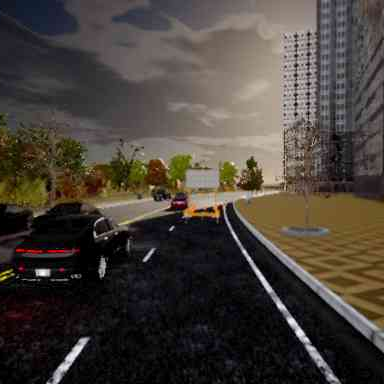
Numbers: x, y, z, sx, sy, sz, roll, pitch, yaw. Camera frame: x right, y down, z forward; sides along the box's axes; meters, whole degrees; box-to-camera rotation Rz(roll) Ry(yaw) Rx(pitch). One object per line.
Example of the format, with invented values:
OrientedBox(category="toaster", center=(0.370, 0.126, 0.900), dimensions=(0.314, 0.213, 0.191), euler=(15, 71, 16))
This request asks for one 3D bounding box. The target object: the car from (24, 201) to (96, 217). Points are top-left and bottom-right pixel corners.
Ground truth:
OrientedBox(category="car", center=(-6.124, 1.251, 16.916), dimensions=(1.882, 1.535, 5.008), euler=(0, 1, 3))

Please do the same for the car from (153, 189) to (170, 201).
OrientedBox(category="car", center=(-5.120, 0.481, 57.695), dimensions=(2.150, 2.045, 5.566), euler=(0, 1, 9))

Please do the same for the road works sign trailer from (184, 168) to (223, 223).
OrientedBox(category="road works sign trailer", center=(0.733, 0.181, 22.617), dimensions=(2.380, 3.560, 2.880), euler=(0, 1, 5))

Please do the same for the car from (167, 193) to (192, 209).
OrientedBox(category="car", center=(-1.137, 1.094, 37.124), dimensions=(1.994, 1.385, 4.181), euler=(0, 1, 6))

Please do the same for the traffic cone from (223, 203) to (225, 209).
OrientedBox(category="traffic cone", center=(3.370, 1.516, 35.466), dimensions=(0.340, 0.580, 0.340), euler=(0, 1, 5))

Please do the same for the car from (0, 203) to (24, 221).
OrientedBox(category="car", center=(-9.415, 1.302, 16.109), dimensions=(1.812, 1.442, 4.674), euler=(0, 1, 3))

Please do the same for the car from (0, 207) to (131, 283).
OrientedBox(category="car", center=(-2.993, 1.381, 9.263), dimensions=(1.837, 1.490, 4.892), euler=(0, 1, 2))
